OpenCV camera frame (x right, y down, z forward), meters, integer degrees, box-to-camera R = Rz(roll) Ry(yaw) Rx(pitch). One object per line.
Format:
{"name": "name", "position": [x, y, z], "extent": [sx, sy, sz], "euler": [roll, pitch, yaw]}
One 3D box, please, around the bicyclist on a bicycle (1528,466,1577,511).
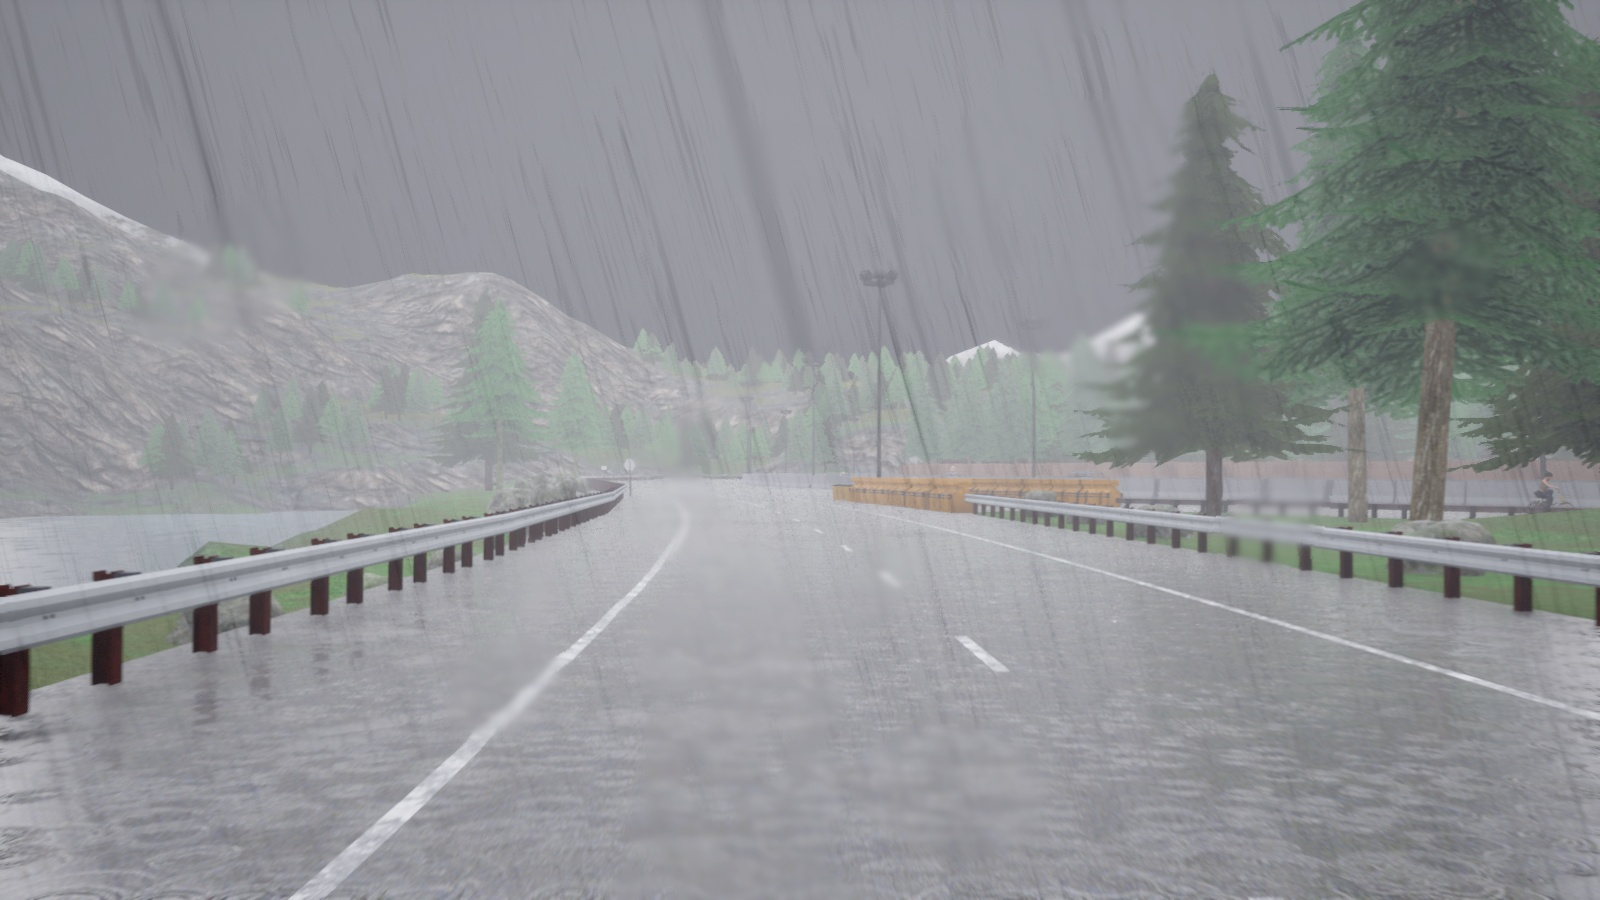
{"name": "bicyclist on a bicycle", "position": [27.653, 1.409, 46.162], "extent": [1.509, 1.612, 0.866], "euler": [-1, -1, 33]}
